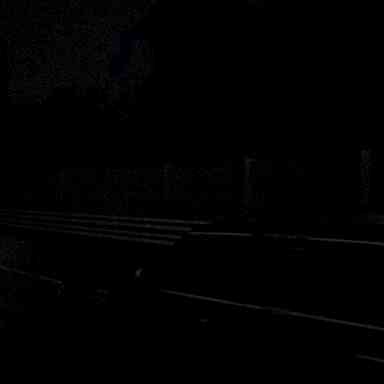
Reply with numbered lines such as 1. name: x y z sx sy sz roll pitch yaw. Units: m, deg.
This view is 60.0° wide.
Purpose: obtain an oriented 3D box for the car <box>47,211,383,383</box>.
1. car: 0.868 1.230 3.371 5.566 2.045 2.150 0 0 35
